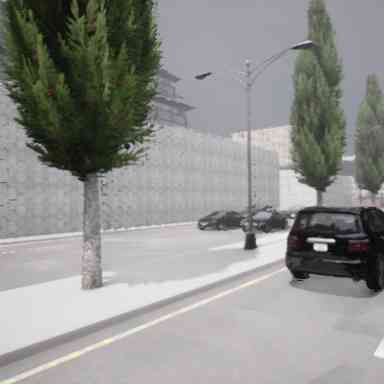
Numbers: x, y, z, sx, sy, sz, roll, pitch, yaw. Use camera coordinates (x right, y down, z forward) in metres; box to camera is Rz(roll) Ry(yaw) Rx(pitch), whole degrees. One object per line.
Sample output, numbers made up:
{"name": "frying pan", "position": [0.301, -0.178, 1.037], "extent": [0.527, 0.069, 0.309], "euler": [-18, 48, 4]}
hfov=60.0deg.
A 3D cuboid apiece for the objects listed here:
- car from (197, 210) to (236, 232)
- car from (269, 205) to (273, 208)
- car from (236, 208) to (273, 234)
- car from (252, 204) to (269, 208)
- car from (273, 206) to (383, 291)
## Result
{"name": "car", "position": [2.366, 2.138, 25.493], "extent": [1.837, 1.490, 4.892], "euler": [-2, -2, 40]}
{"name": "car", "position": [8.768, 1.765, 27.752], "extent": [2.033, 1.411, 5.357], "euler": [-2, -2, 39]}
{"name": "car", "position": [5.283, 2.070, 23.530], "extent": [1.812, 1.442, 4.674], "euler": [-2, -2, 40]}
{"name": "car", "position": [6.051, 1.854, 29.957], "extent": [1.837, 1.490, 4.892], "euler": [-2, -2, 39]}
{"name": "car", "position": [4.723, 1.426, 9.923], "extent": [2.150, 2.045, 5.566], "euler": [-2, -2, 39]}
